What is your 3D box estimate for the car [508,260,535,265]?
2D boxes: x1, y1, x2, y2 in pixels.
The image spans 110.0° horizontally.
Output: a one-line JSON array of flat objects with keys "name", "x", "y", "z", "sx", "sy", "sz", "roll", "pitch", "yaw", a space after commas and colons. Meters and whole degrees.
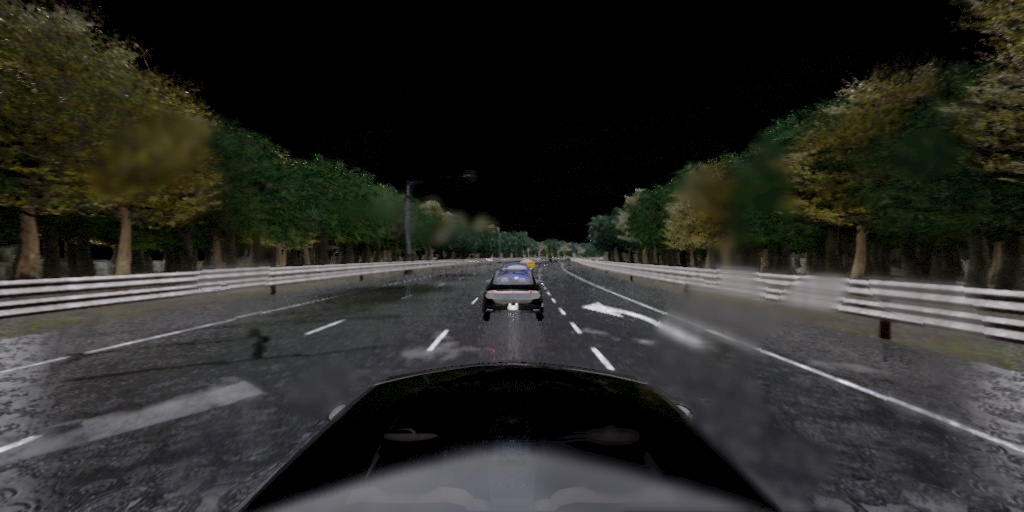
[{"name": "car", "x": 0.406, "y": 1.229, "z": 24.869, "sx": 1.882, "sy": 1.535, "sz": 5.008, "roll": 0, "pitch": 0, "yaw": 2}]

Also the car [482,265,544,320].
[{"name": "car", "x": 0.064, "y": 1.234, "z": 12.457, "sx": 2.128, "sy": 1.511, "sz": 4.902, "roll": 0, "pitch": 0, "yaw": 1}]

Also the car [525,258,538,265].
[{"name": "car", "x": 2.326, "y": 1.213, "z": 52.307, "sx": 1.882, "sy": 1.535, "sz": 5.008, "roll": 0, "pitch": 0, "yaw": 6}]
